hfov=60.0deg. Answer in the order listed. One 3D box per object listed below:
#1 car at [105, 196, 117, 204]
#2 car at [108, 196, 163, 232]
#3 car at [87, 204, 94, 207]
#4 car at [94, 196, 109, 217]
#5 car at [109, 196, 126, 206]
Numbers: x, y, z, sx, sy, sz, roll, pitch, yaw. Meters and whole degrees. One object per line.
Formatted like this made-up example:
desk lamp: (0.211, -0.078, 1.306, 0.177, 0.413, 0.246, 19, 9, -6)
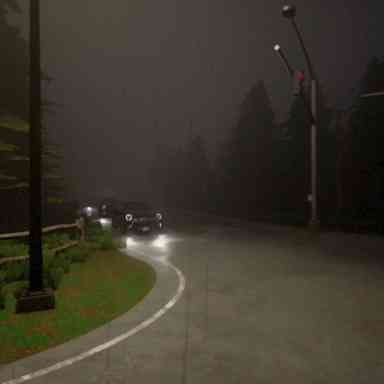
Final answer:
car: (-15.014, 1.403, 61.521, 1.994, 1.385, 4.181, 0, 0, -18)
car: (-3.187, 1.280, 18.898, 2.097, 1.767, 4.553, 0, 0, -23)
car: (-14.545, 1.478, 49.241, 1.895, 1.301, 4.718, 0, 0, -20)
car: (-7.018, 1.267, 28.831, 2.097, 1.767, 4.553, 0, 0, -20)
car: (-11.708, 1.346, 52.099, 2.128, 1.511, 4.902, 0, 0, -19)
